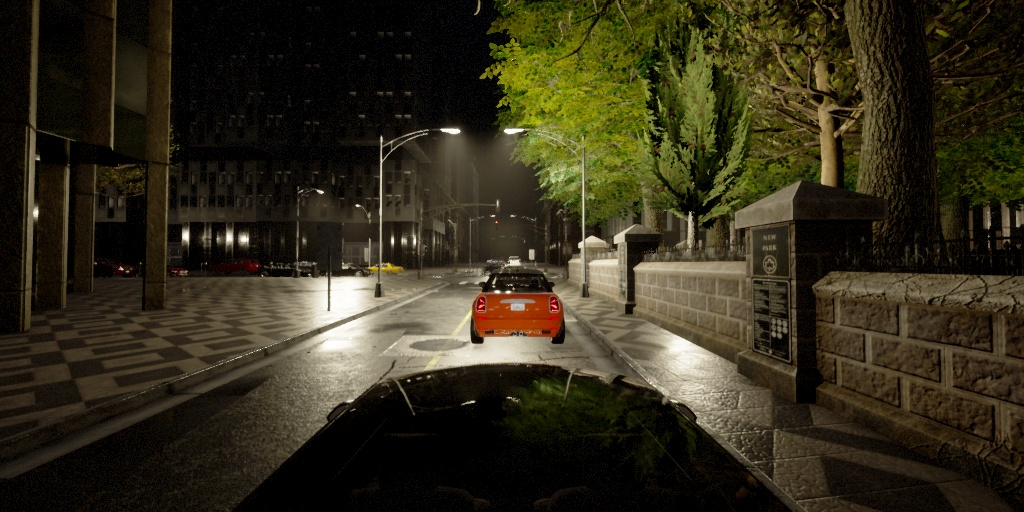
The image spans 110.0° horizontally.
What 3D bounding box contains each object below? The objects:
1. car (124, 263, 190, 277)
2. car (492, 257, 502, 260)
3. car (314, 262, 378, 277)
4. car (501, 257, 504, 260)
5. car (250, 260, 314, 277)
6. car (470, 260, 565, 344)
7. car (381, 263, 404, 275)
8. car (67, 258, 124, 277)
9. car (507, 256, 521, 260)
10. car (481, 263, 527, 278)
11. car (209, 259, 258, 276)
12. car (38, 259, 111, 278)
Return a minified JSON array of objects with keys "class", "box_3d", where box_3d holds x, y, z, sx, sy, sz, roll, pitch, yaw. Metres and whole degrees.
[{"class":"car","box_3d":[-31.047,1.321,31.700,4.207,1.307,1.802,0,0,1]},{"class":"car","box_3d":[-2.877,1.326,50.823,2.128,1.511,4.902,0,0,0]},{"class":"car","box_3d":[-14.508,1.268,31.535,4.403,1.370,2.007,0,0,1]},{"class":"car","box_3d":[-2.814,1.370,61.197,1.837,1.490,4.892,0,0,1]},{"class":"car","box_3d":[-20.021,1.290,31.590,4.313,1.339,1.948,0,0,1]},{"class":"car","box_3d":[0.129,1.107,9.759,2.097,1.767,4.553,0,0,0]},{"class":"car","box_3d":[-14.602,1.426,40.059,4.829,1.417,1.751,0,0,1]},{"class":"car","box_3d":[-36.560,1.062,31.755,5.009,1.841,2.192,0,0,1]},{"class":"car","box_3d":[0.377,1.092,62.407,2.150,2.045,5.566,0,0,0]},{"class":"car","box_3d":[-0.743,1.354,34.056,4.181,1.385,1.994,0,0,1]},{"class":"car","box_3d":[-30.969,1.238,40.223,5.009,1.841,2.192,0,0,1]},{"class":"car","box_3d":[-42.018,1.164,34.527,4.553,1.767,2.097,0,-1,1]}]
